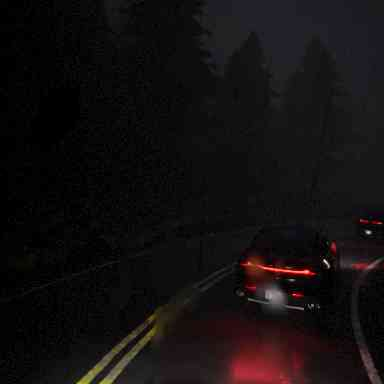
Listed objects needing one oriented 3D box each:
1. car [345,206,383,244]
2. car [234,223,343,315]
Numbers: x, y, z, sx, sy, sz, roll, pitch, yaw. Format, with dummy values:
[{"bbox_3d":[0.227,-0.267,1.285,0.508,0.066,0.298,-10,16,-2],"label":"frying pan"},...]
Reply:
[{"bbox_3d":[9.476,1.417,15.344,4.892,1.490,1.837,-1,5,-33],"label":"car"},{"bbox_3d":[2.425,1.507,7.849,1.837,1.490,4.892,2,1,25],"label":"car"}]
